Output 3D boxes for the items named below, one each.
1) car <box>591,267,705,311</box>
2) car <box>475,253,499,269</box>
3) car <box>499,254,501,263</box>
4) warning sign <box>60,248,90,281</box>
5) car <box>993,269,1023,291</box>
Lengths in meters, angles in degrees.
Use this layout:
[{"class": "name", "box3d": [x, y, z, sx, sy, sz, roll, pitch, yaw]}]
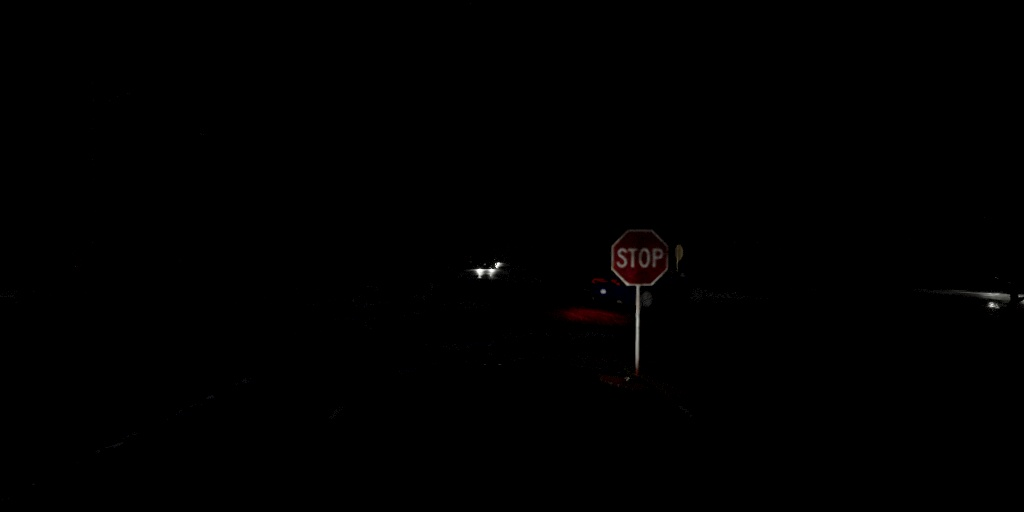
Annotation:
[{"class": "car", "box3d": [5.242, 1.049, 13.618, 5.008, 1.535, 1.882, 0, 0, -32]}, {"class": "car", "box3d": [-2.798, 0.641, 38.911, 1.994, 1.385, 4.181, 0, 1, 0]}, {"class": "car", "box3d": [-2.748, 0.223, 56.398, 2.128, 1.511, 4.902, 0, 1, 1]}, {"class": "warning sign", "box3d": [-24.147, 0.461, 19.807, 1.060, 1.860, 1.300, 0, 0, 0]}, {"class": "car", "box3d": [26.731, 1.055, 17.507, 4.892, 1.490, 1.837, 0, 1, 0]}]
